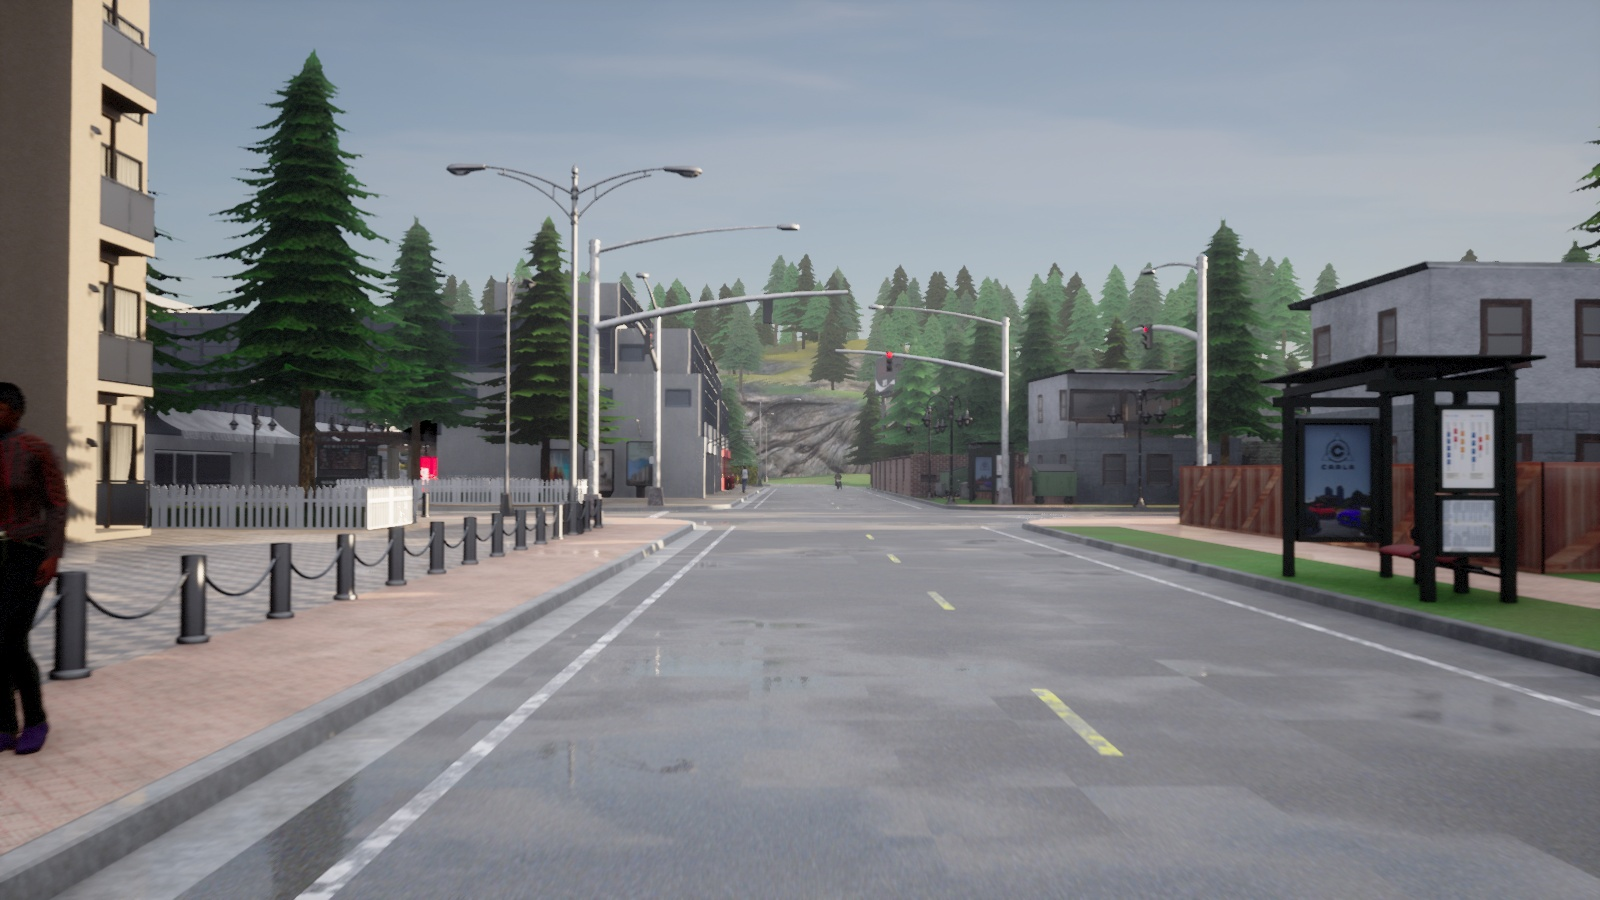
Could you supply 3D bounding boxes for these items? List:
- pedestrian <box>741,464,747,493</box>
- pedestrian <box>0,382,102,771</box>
[{"bbox_3d":[-3.568,1.833,80.224,0.354,1.836,0.706,0,-1,-3],"label":"pedestrian"},{"bbox_3d":[-3.880,0.596,6.250,0.328,1.805,0.869,0,-1,0],"label":"pedestrian"}]
